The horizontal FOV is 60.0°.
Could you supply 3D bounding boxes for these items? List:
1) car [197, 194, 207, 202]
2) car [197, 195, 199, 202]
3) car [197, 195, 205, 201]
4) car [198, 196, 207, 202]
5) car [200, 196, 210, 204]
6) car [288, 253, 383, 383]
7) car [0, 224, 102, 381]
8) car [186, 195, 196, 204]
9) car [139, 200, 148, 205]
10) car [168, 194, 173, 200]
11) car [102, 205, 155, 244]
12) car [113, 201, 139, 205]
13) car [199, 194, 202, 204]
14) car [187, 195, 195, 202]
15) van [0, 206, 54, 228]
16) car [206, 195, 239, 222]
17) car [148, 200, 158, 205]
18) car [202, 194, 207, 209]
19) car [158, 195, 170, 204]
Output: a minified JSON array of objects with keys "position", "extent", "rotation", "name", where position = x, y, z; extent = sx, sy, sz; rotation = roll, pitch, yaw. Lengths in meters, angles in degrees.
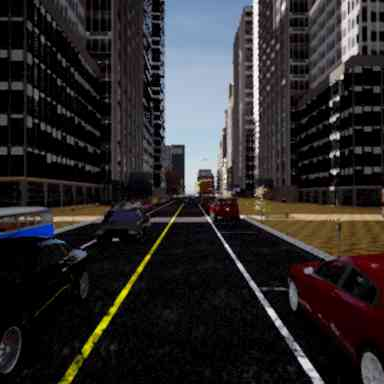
[{"position":[2.412,1.432,82.271],"extent":[2.192,1.841,5.009],"rotation":[0,0,0],"name":"car"},{"position":[2.489,1.636,60.114],"extent":[2.008,1.369,4.403],"rotation":[0,0,0],"name":"car"},{"position":[2.392,1.565,87.810],"extent":[1.967,1.590,4.097],"rotation":[0,0,0],"name":"car"},{"position":[2.431,1.675,76.731],"extent":[1.947,1.339,4.313],"rotation":[0,0,0],"name":"car"},{"position":[2.469,1.619,65.823],"extent":[1.752,1.417,4.829],"rotation":[0,0,0],"name":"car"},{"position":[2.706,1.546,4.724],"extent":[1.887,1.381,4.507],"rotation":[0,0,0],"name":"car"},{"position":[-3.112,1.543,5.599],"extent":[1.812,1.442,4.674],"rotation":[0,0,0],"name":"car"},{"position":[-0.234,1.616,68.411],"extent":[2.128,1.511,4.902],"rotation":[0,0,0],"name":"car"},{"position":[-5.795,1.617,32.387],"extent":[2.008,1.369,4.403],"rotation":[0,0,0],"name":"car"},{"position":[-5.950,1.712,76.702],"extent":[1.802,1.307,4.206],"rotation":[0,0,0],"name":"car"},{"position":[-3.142,1.582,16.345],"extent":[2.033,1.411,5.357],"rotation":[0,0,0],"name":"car"},{"position":[-5.775,1.623,26.848],"extent":[1.947,1.339,4.313],"rotation":[0,0,0],"name":"car"},{"position":[2.528,1.385,49.036],"extent":[2.192,1.841,5.009],"rotation":[0,0,0],"name":"car"},{"position":[-0.270,1.501,78.834],"extent":[1.837,1.490,4.892],"rotation":[0,0,0],"name":"car"},{"position":[-5.717,1.372,10.231],"extent":[1.690,1.788,3.998],"rotation":[0,0,0],"name":"van"},{"position":[2.605,1.352,26.878],"extent":[2.192,1.841,5.009],"rotation":[0,0,0],"name":"car"},{"position":[-5.833,1.664,43.466],"extent":[1.802,1.307,4.206],"rotation":[0,0,0],"name":"car"},{"position":[2.566,1.368,37.957],"extent":[2.192,1.841,5.009],"rotation":[0,0,0],"name":"car"},{"position":[-5.911,1.696,65.623],"extent":[1.802,1.307,4.206],"rotation":[0,0,0],"name":"car"}]
